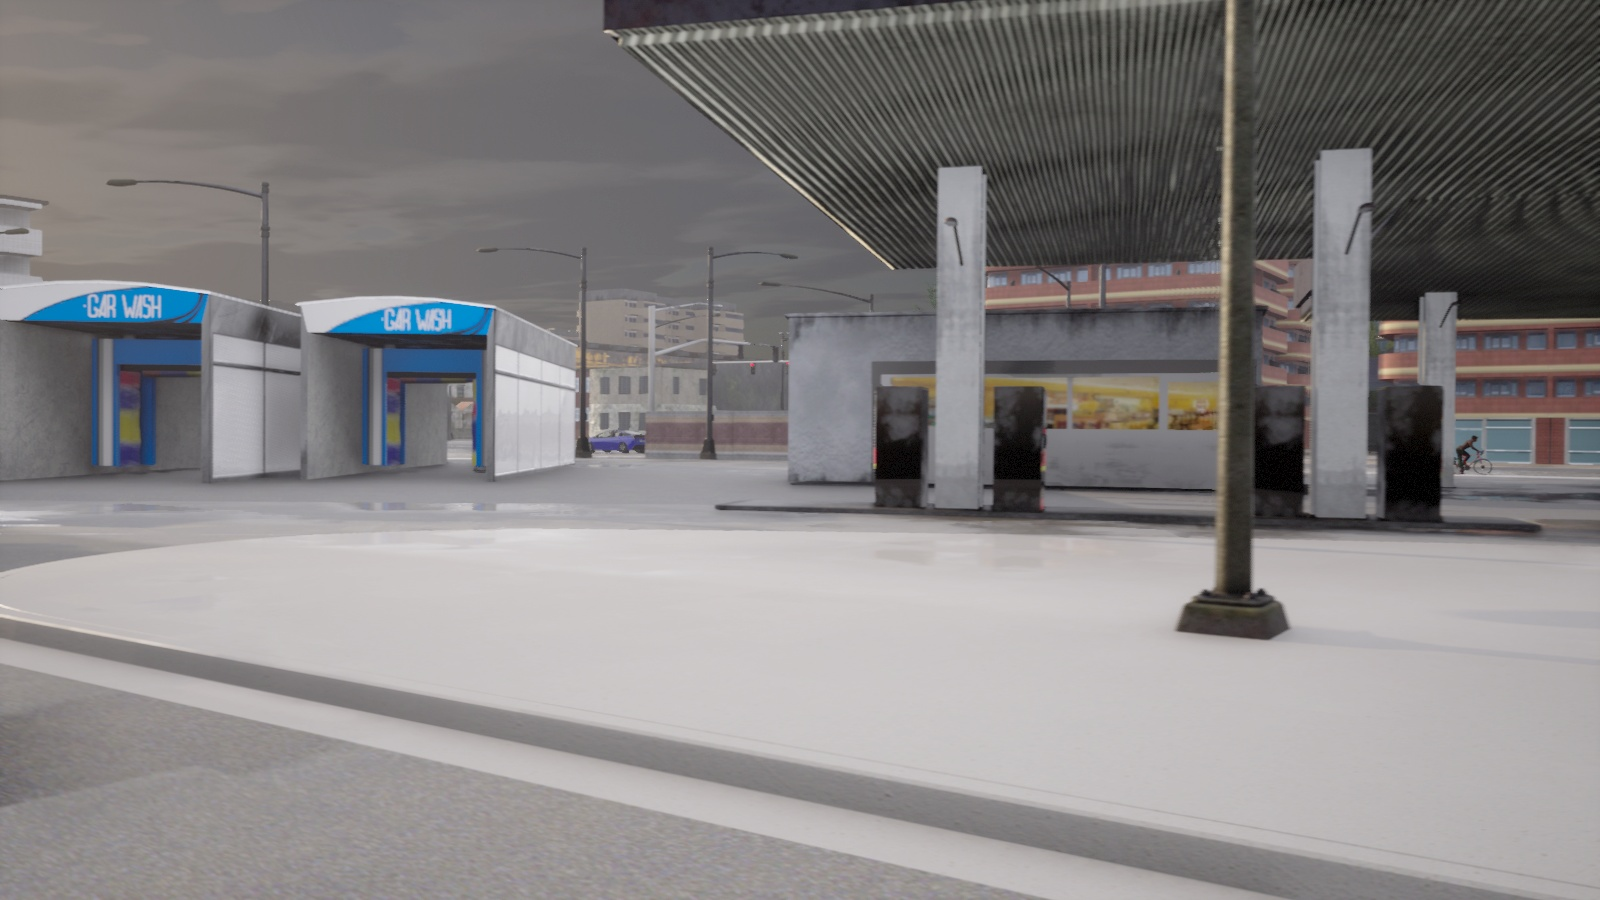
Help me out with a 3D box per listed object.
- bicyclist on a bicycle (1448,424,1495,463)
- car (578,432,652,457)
[{"bbox_3d":[27.688,-0.275,51.803,1.656,1.620,0.582,0,1,32],"label":"bicyclist on a bicycle"},{"bbox_3d":[-11.930,-0.352,81.026,4.514,1.525,2.007,0,1,32],"label":"car"}]
